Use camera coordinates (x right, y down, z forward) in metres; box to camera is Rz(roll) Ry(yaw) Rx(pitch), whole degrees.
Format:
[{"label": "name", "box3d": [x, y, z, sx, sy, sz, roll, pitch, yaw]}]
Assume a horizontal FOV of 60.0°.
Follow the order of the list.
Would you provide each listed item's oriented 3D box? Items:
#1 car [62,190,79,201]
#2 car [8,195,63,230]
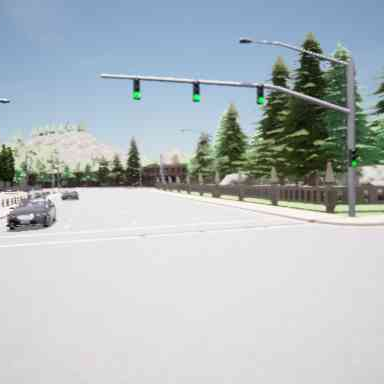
[{"label": "car", "box3d": [-15.866, 0.387, 43.338, 1.994, 1.385, 4.181, -2, 2, -16]}, {"label": "car", "box3d": [-8.625, 1.077, 18.209, 2.128, 1.511, 4.902, -2, 2, -16]}]
